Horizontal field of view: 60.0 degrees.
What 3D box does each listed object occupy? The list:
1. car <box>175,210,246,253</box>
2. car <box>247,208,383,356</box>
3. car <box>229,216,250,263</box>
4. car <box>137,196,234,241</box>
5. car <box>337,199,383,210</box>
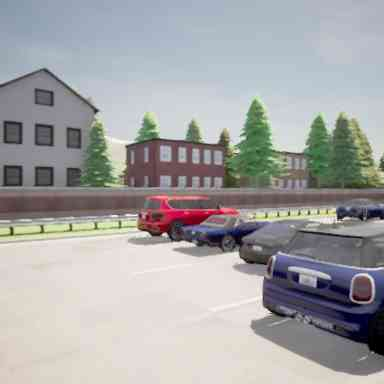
[{"bbox_3d":[1.917,1.586,13.710,4.718,1.301,1.895,0,0,-35],"label":"car"},{"bbox_3d":[3.465,1.342,6.218,4.553,1.767,2.097,0,0,-35],"label":"car"},{"bbox_3d":[3.471,1.550,10.521,4.181,1.385,1.994,0,0,-35],"label":"car"},{"bbox_3d":[0.001,1.206,16.643,5.566,2.045,2.150,0,0,-35],"label":"car"},{"bbox_3d":[13.466,1.311,26.247,4.553,1.767,2.097,0,0,-35],"label":"car"}]
